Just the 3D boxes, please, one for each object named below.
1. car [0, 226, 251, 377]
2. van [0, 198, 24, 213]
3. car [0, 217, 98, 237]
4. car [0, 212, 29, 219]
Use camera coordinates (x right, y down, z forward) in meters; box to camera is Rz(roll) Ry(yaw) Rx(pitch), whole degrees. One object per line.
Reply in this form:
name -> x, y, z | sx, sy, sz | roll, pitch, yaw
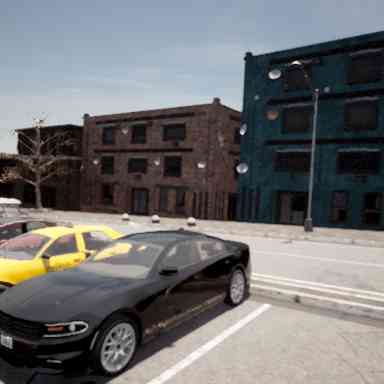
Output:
car -> -0.697, 1.465, 5.899 | 2.097, 1.535, 5.008 | 0, 0, 35
van -> -7.477, 1.218, 10.870 | 1.878, 1.987, 4.442 | 0, 0, 35
car -> -3.088, 1.454, 7.369 | 1.946, 1.575, 5.366 | 0, 0, 35
car -> -5.280, 1.480, 9.124 | 2.163, 1.488, 4.792 | 0, 0, 35
